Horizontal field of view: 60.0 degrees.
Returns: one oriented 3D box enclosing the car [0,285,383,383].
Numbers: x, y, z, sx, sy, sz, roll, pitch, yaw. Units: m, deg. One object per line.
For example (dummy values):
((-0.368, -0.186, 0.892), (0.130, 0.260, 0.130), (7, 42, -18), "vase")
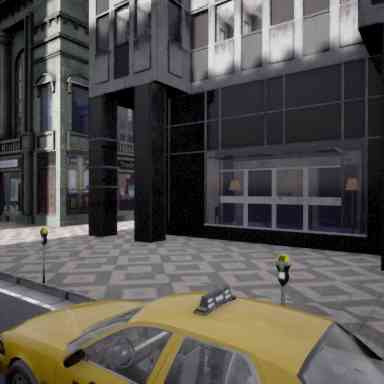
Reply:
((-0.010, 1.525, 2.972), (4.829, 1.417, 1.752), (0, 0, 36), "car")
